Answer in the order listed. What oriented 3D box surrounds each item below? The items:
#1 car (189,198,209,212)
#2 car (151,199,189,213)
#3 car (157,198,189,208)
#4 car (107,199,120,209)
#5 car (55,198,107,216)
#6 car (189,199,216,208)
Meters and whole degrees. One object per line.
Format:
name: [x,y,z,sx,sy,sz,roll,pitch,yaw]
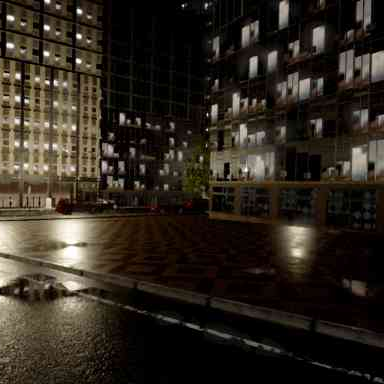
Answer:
car: [1.559,1.782,46.404,5.009,1.841,2.192,1,1,-34]
car: [-3.131,1.966,43.216,4.507,1.381,1.887,1,1,-34]
car: [-3.021,1.786,52.823,4.829,1.417,1.752,1,1,-34]
car: [-12.250,1.722,46.535,4.403,1.369,2.008,1,1,-34]
car: [-12.495,1.646,36.828,5.009,1.841,2.192,1,1,-34]
car: [1.804,1.873,56.112,4.313,1.339,1.947,1,1,-34]
